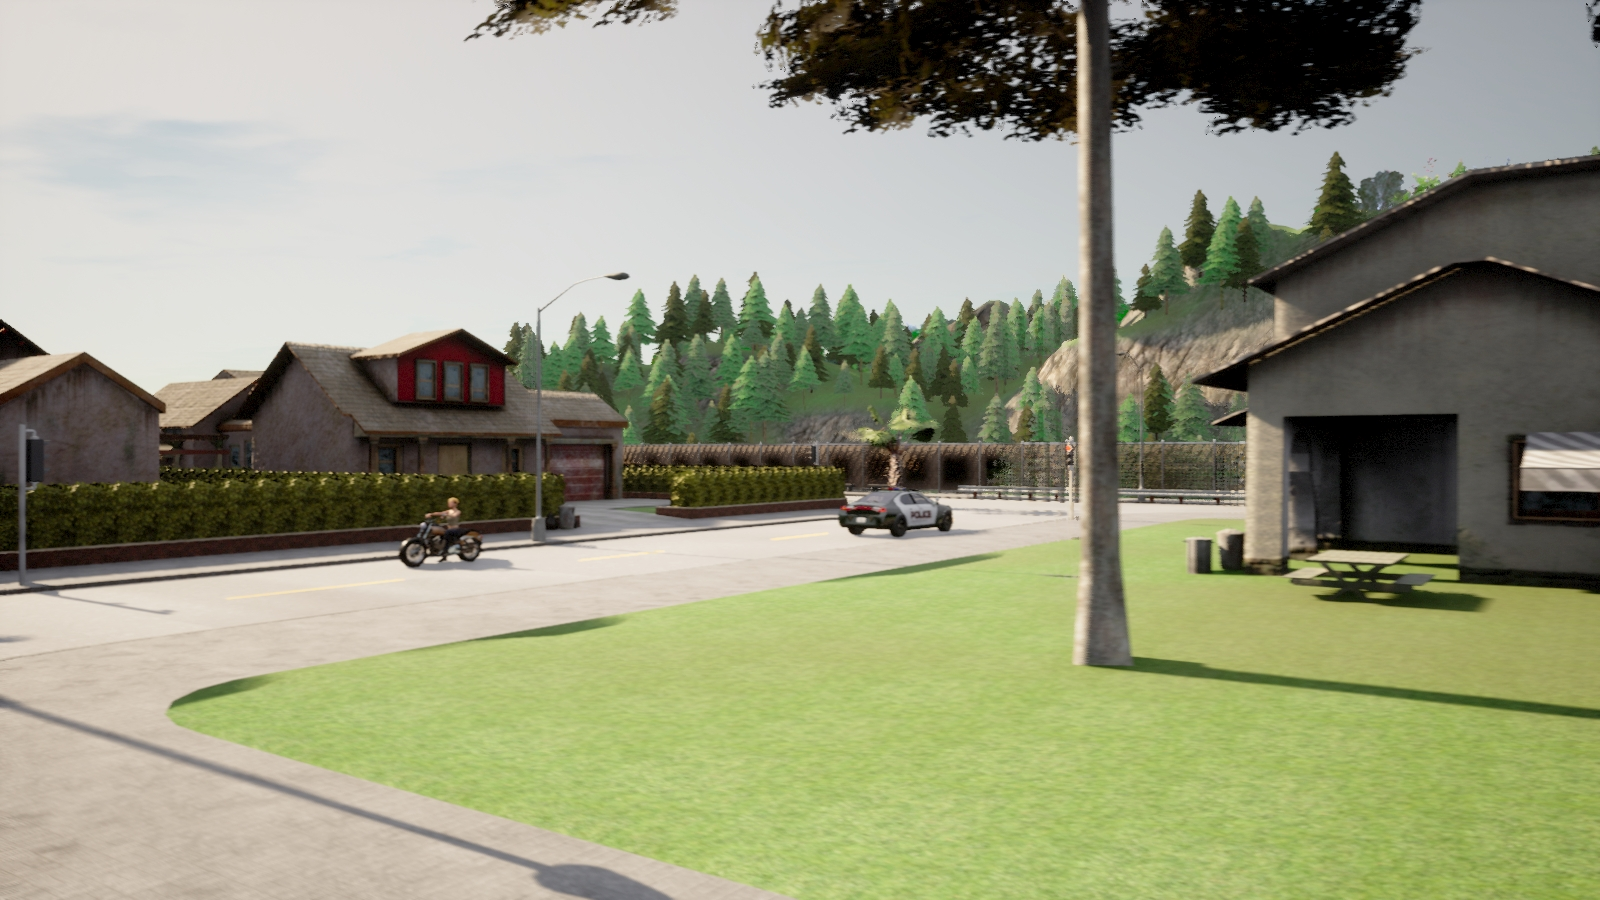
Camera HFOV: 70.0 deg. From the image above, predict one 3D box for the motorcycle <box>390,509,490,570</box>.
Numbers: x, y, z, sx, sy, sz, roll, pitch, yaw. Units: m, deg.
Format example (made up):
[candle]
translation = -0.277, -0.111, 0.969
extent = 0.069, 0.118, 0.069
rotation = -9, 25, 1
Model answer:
[motorcycle]
translation = -8.800, 2.161, 28.032
extent = 0.764, 1.307, 2.356
rotation = 0, 0, 35

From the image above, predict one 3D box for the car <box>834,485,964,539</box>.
[car]
translation = 3.429, 2.043, 38.517
extent = 2.038, 1.542, 4.974
rotation = 0, 0, 37
